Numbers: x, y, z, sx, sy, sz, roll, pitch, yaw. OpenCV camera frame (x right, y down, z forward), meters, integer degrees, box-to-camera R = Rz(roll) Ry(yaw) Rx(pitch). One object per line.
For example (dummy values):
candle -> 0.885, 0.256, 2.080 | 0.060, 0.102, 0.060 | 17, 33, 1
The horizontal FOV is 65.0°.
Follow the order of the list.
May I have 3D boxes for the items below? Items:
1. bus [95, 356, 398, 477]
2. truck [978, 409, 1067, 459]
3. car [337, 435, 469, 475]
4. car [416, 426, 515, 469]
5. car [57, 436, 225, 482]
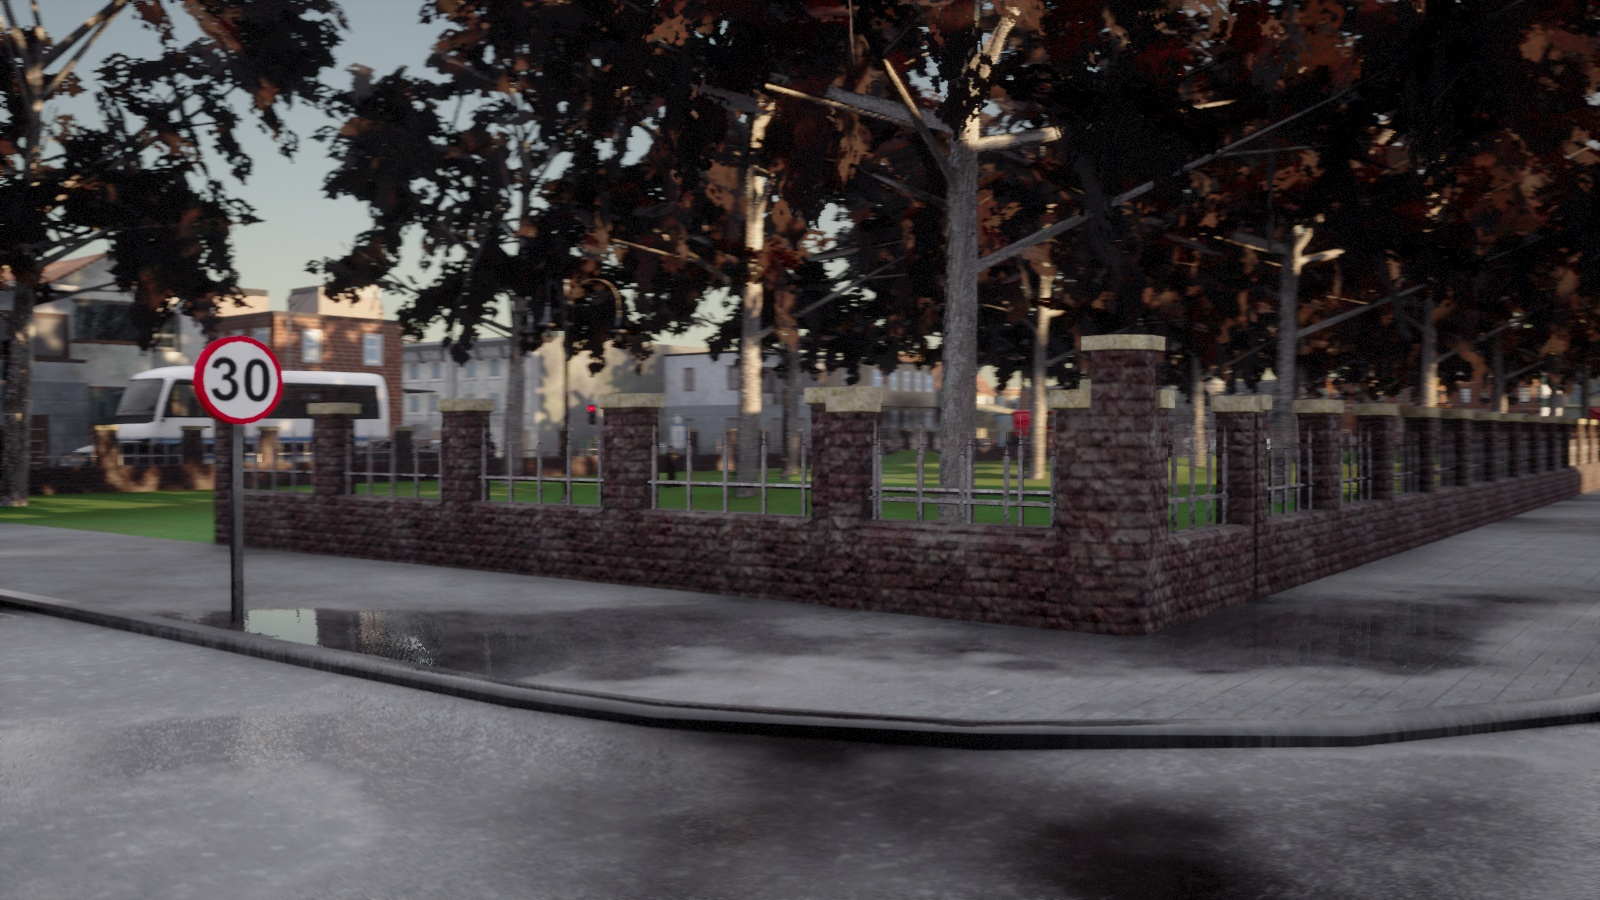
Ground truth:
bus -> -21.413, -1.233, 49.372 | 3.944, 4.253, 10.273 | 1, 1, 38
truck -> 16.102, -1.132, 90.408 | 2.891, 3.462, 7.936 | 1, 1, 38
car -> -15.723, 0.170, 49.978 | 1.837, 1.490, 4.892 | 1, 1, 36
car -> -15.070, -0.115, 56.700 | 1.905, 1.878, 3.866 | 1, 1, 44
car -> -21.954, 0.253, 42.036 | 1.812, 1.442, 4.674 | 1, 1, 35
